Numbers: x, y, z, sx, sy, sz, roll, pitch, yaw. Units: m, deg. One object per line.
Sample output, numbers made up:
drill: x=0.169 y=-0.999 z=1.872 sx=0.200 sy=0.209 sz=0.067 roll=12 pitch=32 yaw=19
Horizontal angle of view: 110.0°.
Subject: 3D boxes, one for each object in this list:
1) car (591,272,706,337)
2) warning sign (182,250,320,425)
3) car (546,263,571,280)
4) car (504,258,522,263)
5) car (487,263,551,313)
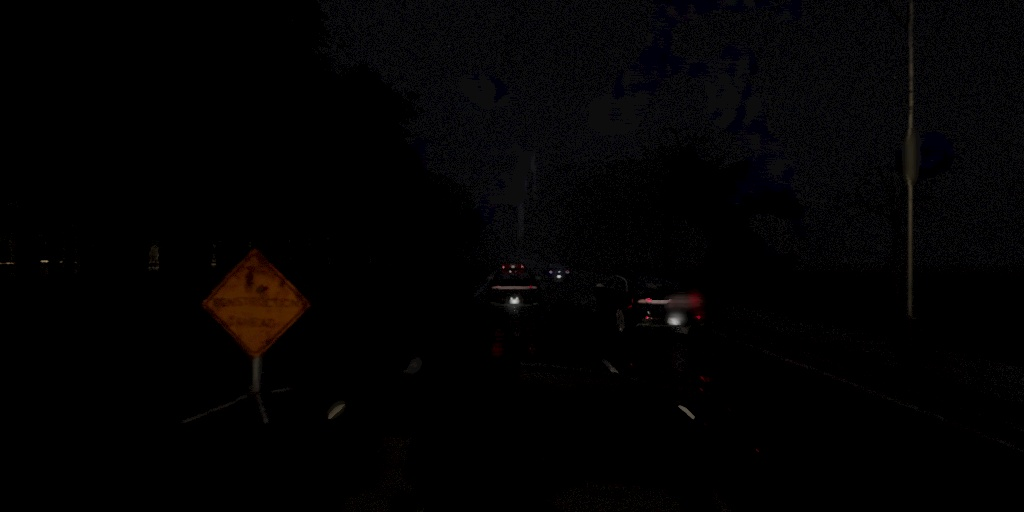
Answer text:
car: x=3.579 y=1.211 z=10.255 sx=2.128 sy=1.511 sz=4.902 roll=0 pitch=0 yaw=0
warning sign: x=-3.051 y=0.856 z=4.326 sx=1.300 sy=1.860 sz=1.060 roll=0 pitch=0 yaw=0
car: x=3.577 y=1.251 z=29.398 sx=1.895 sy=1.301 sz=4.718 roll=0 pitch=0 yaw=0
car: x=0.078 y=0.992 z=32.204 sx=2.097 sy=1.767 sz=4.553 roll=0 pitch=0 yaw=0
car: x=0.084 y=1.199 z=13.704 sx=2.128 sy=1.511 sz=4.902 roll=0 pitch=0 yaw=0
